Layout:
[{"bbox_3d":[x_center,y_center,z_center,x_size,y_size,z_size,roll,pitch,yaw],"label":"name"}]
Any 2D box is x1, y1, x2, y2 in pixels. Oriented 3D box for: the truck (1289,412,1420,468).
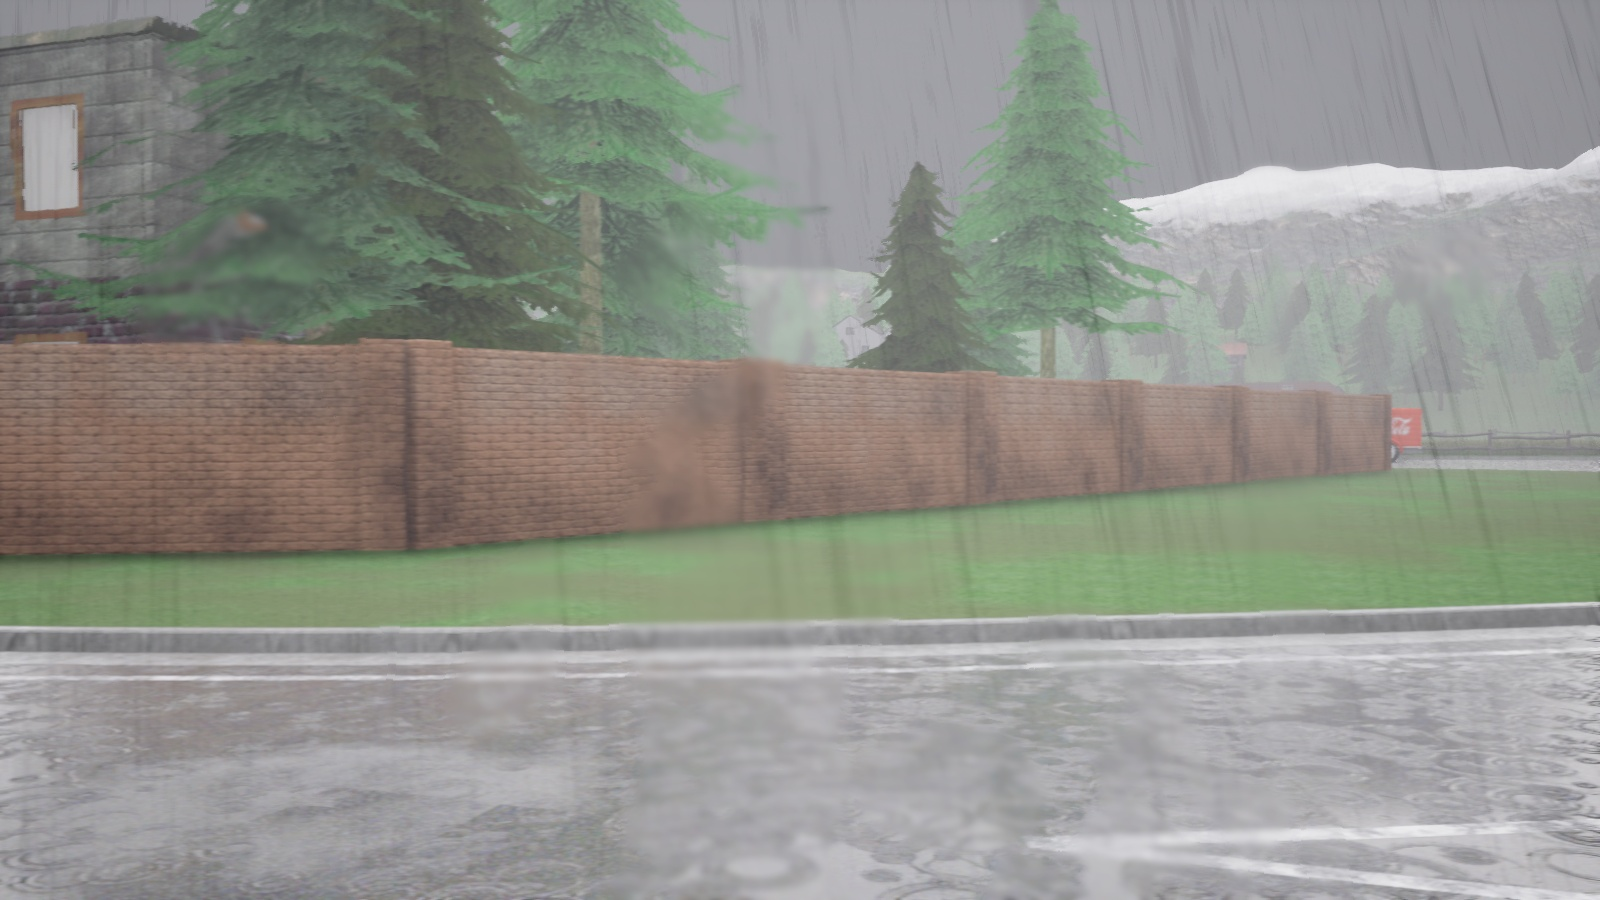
[{"bbox_3d":[25.121,-0.478,57.151,5.204,2.467,2.627,1,1,19],"label":"truck"}]
